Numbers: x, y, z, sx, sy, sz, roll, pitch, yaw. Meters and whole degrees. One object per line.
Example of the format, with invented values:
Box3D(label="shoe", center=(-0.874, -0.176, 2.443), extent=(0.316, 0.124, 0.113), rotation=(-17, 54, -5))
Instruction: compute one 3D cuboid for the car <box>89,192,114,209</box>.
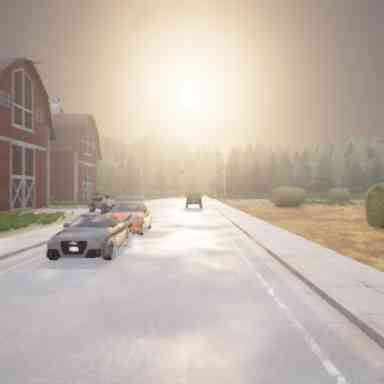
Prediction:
Box3D(label="car", center=(-7.566, 1.037, 29.469), extent=(1.905, 1.878, 3.866), rotation=(8, -3, -42))

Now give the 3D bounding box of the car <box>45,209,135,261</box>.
Box3D(label="car", center=(-3.544, 1.520, 11.994), extent=(1.994, 1.385, 4.181), rotation=(0, 0, 0))

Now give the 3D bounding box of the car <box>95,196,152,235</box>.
Box3D(label="car", center=(-3.442, 1.286, 18.056), extent=(2.097, 1.767, 4.553), rotation=(0, 0, 0))

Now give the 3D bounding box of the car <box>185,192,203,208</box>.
Box3D(label="car", center=(0.248, 1.068, 44.664), extent=(2.150, 2.045, 5.566), rotation=(0, 0, 0))
